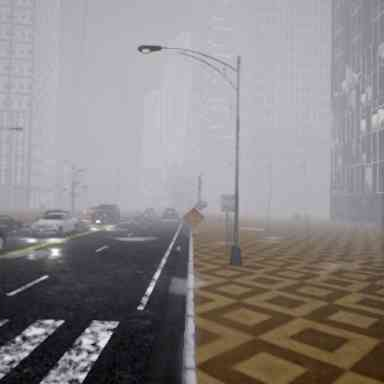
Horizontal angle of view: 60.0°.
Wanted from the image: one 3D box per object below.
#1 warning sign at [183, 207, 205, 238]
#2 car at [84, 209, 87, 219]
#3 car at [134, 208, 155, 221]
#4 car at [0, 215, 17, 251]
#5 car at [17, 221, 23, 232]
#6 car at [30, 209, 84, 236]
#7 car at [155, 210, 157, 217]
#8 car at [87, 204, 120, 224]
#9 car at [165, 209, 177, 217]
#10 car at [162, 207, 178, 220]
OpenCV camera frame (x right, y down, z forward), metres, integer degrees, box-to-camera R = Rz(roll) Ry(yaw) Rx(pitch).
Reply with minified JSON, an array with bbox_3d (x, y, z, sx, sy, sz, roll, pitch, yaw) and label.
[{"bbox_3d":[0.106,1.869,20.807,1.300,1.860,1.060,2,-2,0],"label":"warning sign"},{"bbox_3d":[-12.805,2.659,43.896,2.097,1.767,4.553,1,-2,-1],"label":"car"},{"bbox_3d":[-6.186,2.990,42.432,1.895,1.301,4.718,1,-2,-1],"label":"car"},{"bbox_3d":[-9.337,1.769,13.155,1.882,1.535,5.008,1,-2,0],"label":"car"},{"bbox_3d":[-12.610,2.098,20.804,1.895,1.301,4.718,1,-2,0],"label":"car"},{"bbox_3d":[-9.369,2.168,23.062,1.812,1.442,4.674,1,-2,0],"label":"car"},{"bbox_3d":[-6.632,3.200,52.307,1.882,1.535,5.008,1,-2,-3],"label":"car"},{"bbox_3d":[-9.438,2.352,36.875,2.150,2.045,5.566,1,-2,-1],"label":"car"},{"bbox_3d":[-3.643,3.554,57.339,1.895,1.301,4.718,1,-2,-4],"label":"car"},{"bbox_3d":[-3.087,2.977,47.438,2.097,1.767,4.553,1,-2,-2],"label":"car"}]
